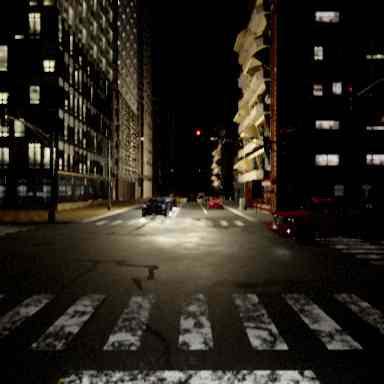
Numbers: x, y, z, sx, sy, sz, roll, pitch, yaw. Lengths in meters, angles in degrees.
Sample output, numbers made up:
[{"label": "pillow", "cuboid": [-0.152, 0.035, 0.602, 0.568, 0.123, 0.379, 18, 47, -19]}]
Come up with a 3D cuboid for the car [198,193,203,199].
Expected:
[{"label": "car", "cuboid": [2.586, 1.327, 57.180, 2.008, 1.369, 4.403, 0, 0, 0]}]

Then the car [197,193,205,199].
[{"label": "car", "cuboid": [2.521, 1.102, 91.071, 1.967, 1.590, 4.097, 0, 0, 0]}]

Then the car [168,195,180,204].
[{"label": "car", "cuboid": [-3.109, 1.250, 58.099, 1.882, 1.535, 5.008, 0, 0, 0]}]

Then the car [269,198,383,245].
[{"label": "car", "cuboid": [6.523, 1.307, 15.706, 5.566, 2.045, 2.150, 1, 0, -10]}]

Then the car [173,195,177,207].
[{"label": "car", "cuboid": [-3.166, 1.336, 38.570, 2.128, 1.511, 4.902, 0, 0, 0]}]

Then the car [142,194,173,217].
[{"label": "car", "cuboid": [-3.150, 1.230, 29.521, 2.097, 1.767, 4.553, 0, 0, 0]}]

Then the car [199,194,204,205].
[{"label": "car", "cuboid": [2.595, 1.347, 51.532, 2.008, 1.369, 4.403, 0, 0, 0]}]

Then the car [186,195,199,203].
[{"label": "car", "cuboid": [-0.016, 1.326, 61.145, 1.994, 1.385, 4.181, 0, 0, 0]}]

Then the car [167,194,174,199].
[{"label": "car", "cuboid": [-5.859, 1.207, 91.056, 1.887, 1.381, 4.507, 0, 0, 0]}]

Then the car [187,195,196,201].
[{"label": "car", "cuboid": [-0.131, 1.278, 71.621, 1.994, 1.385, 4.181, 0, 0, 0]}]

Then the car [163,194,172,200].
[{"label": "car", "cuboid": [-5.837, 1.249, 79.758, 2.008, 1.369, 4.403, 0, 0, 0]}]

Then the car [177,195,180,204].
[{"label": "car", "cuboid": [-3.163, 1.411, 47.827, 1.895, 1.301, 4.718, 0, 0, 0]}]

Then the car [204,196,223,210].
[{"label": "car", "cuboid": [2.670, 1.426, 38.615, 1.802, 1.307, 4.206, 0, 0, 0]}]
